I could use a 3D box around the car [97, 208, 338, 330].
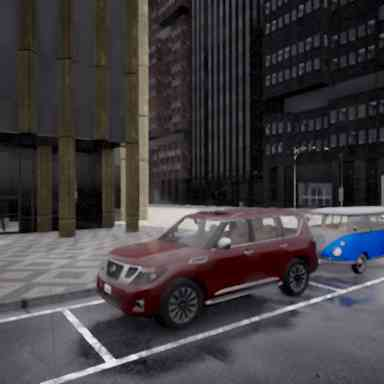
[{"bbox_3d":[0.619,1.319,7.094,5.009,1.841,2.192,0,0,-35],"label":"car"}]

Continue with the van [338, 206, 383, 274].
[{"bbox_3d":[5.120,1.352,10.300,3.998,1.788,1.690,0,0,-35],"label":"van"}]
